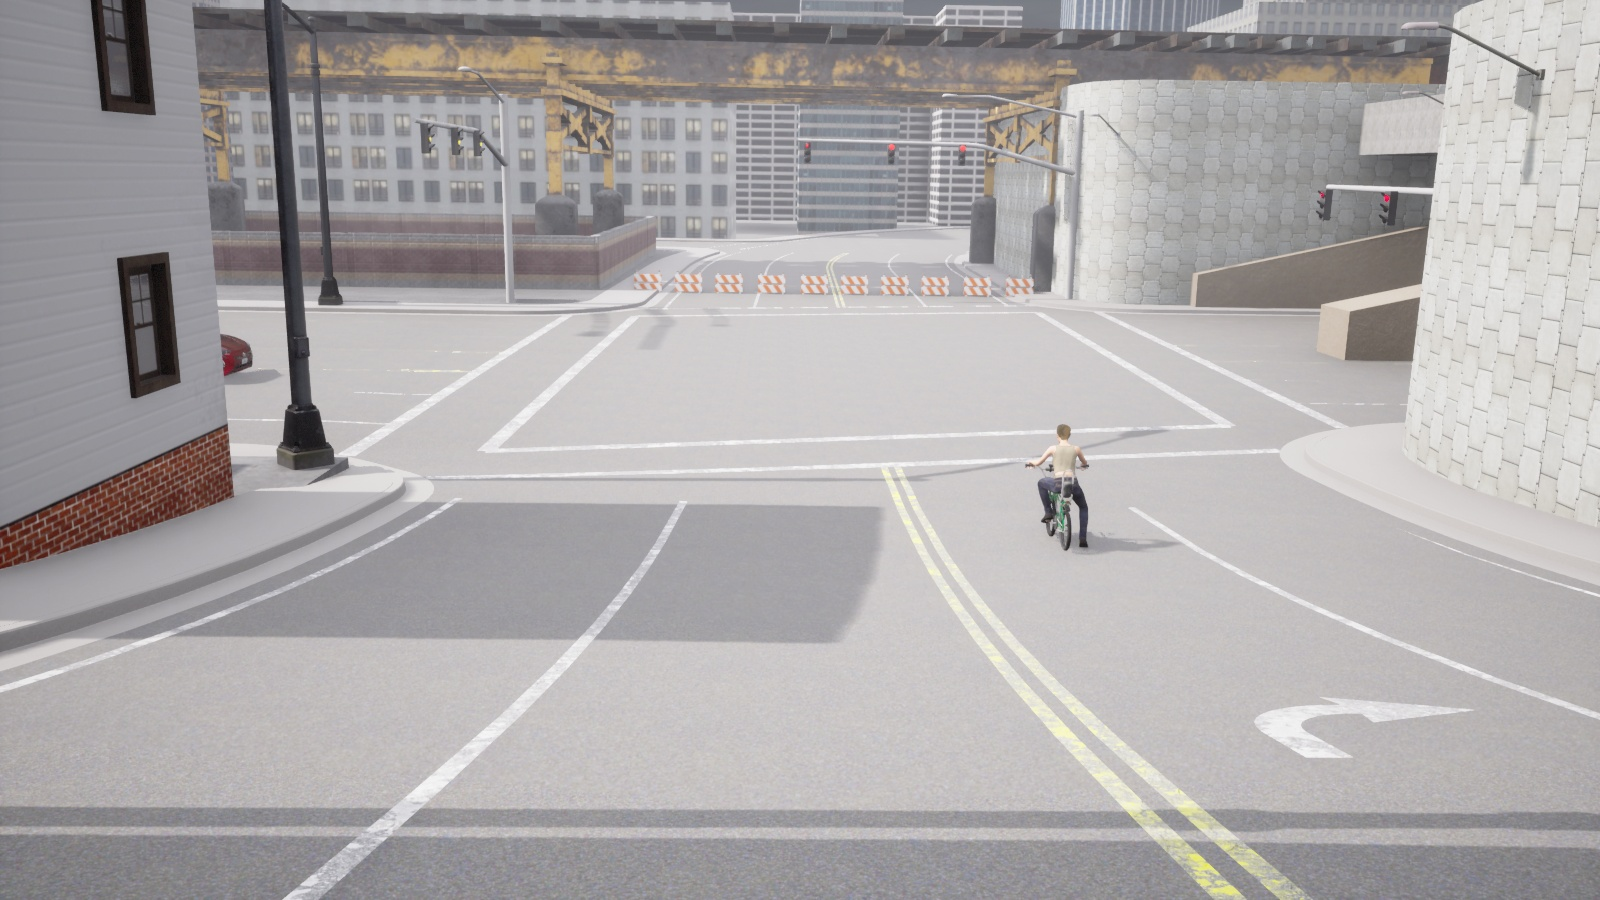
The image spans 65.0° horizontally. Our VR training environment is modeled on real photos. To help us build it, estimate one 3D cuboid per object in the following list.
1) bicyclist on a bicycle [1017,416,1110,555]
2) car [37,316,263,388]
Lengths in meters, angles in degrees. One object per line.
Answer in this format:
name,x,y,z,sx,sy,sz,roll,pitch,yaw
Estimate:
bicyclist on a bicycle,3.452,0.432,16.596,0.866,1.612,1.509,0,7,0
car,-16.284,-2.487,31.645,4.514,1.525,2.007,0,12,0
